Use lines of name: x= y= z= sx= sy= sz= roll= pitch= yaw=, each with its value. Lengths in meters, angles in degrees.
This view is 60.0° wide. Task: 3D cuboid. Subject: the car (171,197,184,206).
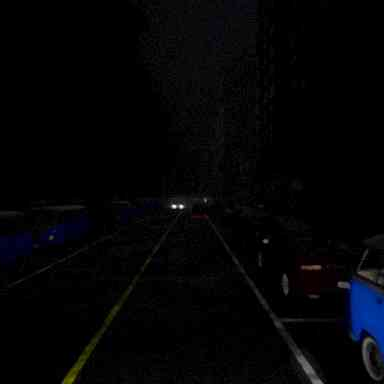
car: x=-2.968 y=2.186 z=70.973 sx=1.895 sy=1.301 sz=4.718 roll=0 pitch=0 yaw=0

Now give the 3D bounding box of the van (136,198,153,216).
van: x=-5.654 y=1.673 z=36.773 sx=1.690 sy=1.788 sz=3.998 roll=0 pitch=0 yaw=0

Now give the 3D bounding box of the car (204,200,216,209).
car: x=2.879 y=2.050 z=53.771 sx=1.802 sy=1.307 sz=4.206 roll=0 pitch=0 yaw=0

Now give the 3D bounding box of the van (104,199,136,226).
van: x=-5.660 y=1.576 z=25.457 sx=1.690 sy=1.788 sz=3.998 roll=0 pitch=-1 yaw=0

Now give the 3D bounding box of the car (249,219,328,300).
car: x=2.858 y=1.626 z=8.489 sx=1.887 sy=1.381 sz=4.507 roll=0 pitch=-1 yaw=0

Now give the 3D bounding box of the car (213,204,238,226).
car: x=2.866 y=1.818 z=25.469 sx=1.802 sy=1.307 sz=4.206 roll=0 pitch=0 yaw=0

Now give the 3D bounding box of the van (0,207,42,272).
van: x=-5.668 y=1.422 z=8.485 sx=1.690 sy=1.788 sz=3.998 roll=0 pitch=-1 yaw=0

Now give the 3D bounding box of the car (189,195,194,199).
car: x=0.923 y=1.821 z=54.055 sx=2.097 sy=1.767 sz=4.553 roll=0 pitch=0 yaw=0

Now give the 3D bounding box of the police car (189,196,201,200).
police car: x=0.922 y=1.849 z=48.194 sx=1.930 sy=1.638 sz=5.238 roll=0 pitch=0 yaw=0

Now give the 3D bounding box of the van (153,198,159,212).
van: x=-5.652 y=1.719 z=42.430 sx=1.690 sy=1.788 sz=3.998 roll=0 pitch=0 yaw=0

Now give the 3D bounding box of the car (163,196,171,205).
car: x=-5.635 y=1.950 z=76.377 sx=2.192 sy=1.841 sz=5.009 roll=0 pitch=0 yaw=0

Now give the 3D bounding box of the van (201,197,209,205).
van: x=2.890 y=1.976 z=76.413 sx=1.690 sy=1.788 sz=3.998 roll=0 pitch=0 yaw=0

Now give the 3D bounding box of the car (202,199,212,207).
car: x=2.885 y=2.098 z=65.091 sx=1.887 sy=1.381 sz=4.507 roll=0 pitch=0 yaw=0

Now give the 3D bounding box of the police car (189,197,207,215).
police car: x=0.917 y=1.769 z=38.195 sx=1.930 sy=1.638 sz=5.238 roll=0 pitch=0 yaw=0

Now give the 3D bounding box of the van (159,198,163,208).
van: x=-5.649 y=1.764 z=48.088 sx=1.690 sy=1.788 sz=3.998 roll=0 pitch=0 yaw=0

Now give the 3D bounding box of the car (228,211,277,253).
car: x=2.860 y=1.700 z=14.148 sx=1.947 sy=1.339 sz=4.313 roll=0 pitch=-1 yaw=0

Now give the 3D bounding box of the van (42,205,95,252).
van: x=-5.665 y=1.475 z=14.142 sx=1.690 sy=1.788 sz=3.998 roll=0 pitch=-1 yaw=0

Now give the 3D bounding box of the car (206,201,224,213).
car: x=2.874 y=1.923 z=42.450 sx=1.887 sy=1.381 sz=4.507 roll=0 pitch=0 yaw=0

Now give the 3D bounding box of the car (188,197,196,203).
car: x=0.040 y=2.117 z=88.637 sx=2.128 sy=1.511 sz=4.902 roll=0 pitch=0 yaw=0

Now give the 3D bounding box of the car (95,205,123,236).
car: x=-5.662 y=1.730 z=19.798 sx=1.887 sy=1.381 sz=4.507 roll=0 pitch=-1 yaw=0

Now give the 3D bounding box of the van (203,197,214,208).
van: x=2.882 y=1.852 z=59.432 sx=1.690 sy=1.788 sz=3.998 roll=0 pitch=0 yaw=0

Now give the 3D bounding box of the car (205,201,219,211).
car: x=2.877 y=2.006 z=48.110 sx=1.802 sy=1.307 sz=4.206 roll=0 pitch=0 yaw=0

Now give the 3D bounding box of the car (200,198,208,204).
car: x=2.893 y=2.240 z=82.072 sx=1.947 sy=1.339 sz=4.313 roll=0 pitch=0 yaw=0

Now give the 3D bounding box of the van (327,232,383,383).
van: x=2.854 y=1.369 z=2.830 sx=1.690 sy=1.788 sz=3.998 roll=0 pitch=-1 yaw=0

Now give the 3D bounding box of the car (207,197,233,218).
car: x=2.867 y=1.599 z=31.131 sx=2.192 sy=1.841 sz=5.009 roll=0 pitch=0 yaw=0
